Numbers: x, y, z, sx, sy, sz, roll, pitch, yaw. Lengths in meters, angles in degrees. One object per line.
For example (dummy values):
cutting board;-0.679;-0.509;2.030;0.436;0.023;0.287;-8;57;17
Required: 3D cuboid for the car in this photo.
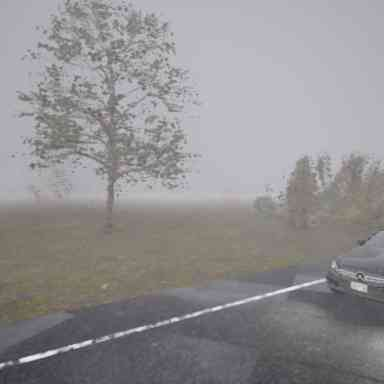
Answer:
car;5.015;1.512;7.554;4.674;1.442;1.812;0;0;-35
